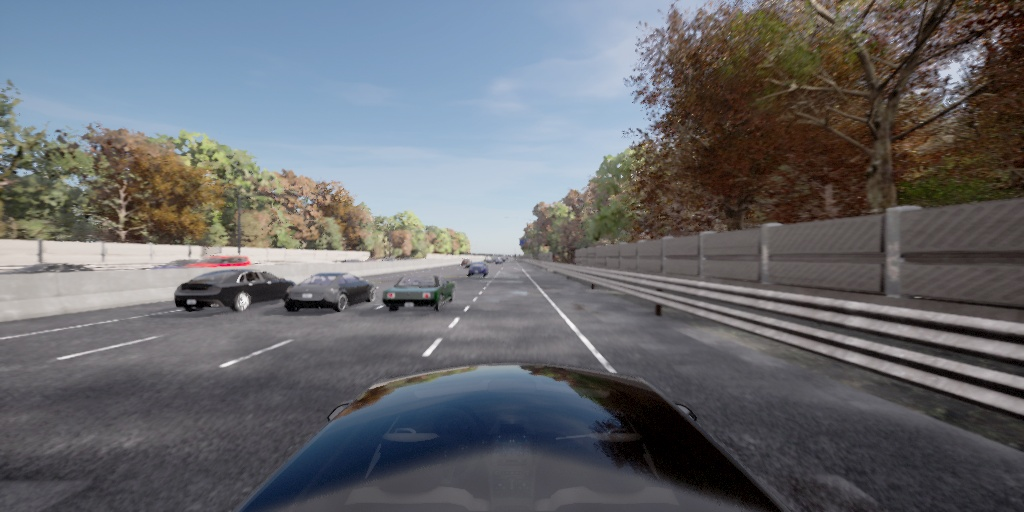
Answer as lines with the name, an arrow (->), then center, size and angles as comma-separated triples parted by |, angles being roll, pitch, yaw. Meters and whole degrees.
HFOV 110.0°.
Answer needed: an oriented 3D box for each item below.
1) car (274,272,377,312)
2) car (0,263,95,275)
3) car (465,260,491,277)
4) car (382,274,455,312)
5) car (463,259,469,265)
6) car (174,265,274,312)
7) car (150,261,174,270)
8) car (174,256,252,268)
car -> -7.000, 1.337, 14.267 | 1.994, 1.385, 4.181 | 0, 0, 0
car -> -31.562, 1.239, 24.325 | 1.837, 1.490, 4.892 | 0, -1, 0
car -> -3.500, 1.394, 37.631 | 1.812, 1.442, 4.674 | 0, 0, 0
car -> -3.498, 1.386, 14.442 | 1.895, 1.301, 4.718 | 0, 0, 0
car -> -7.003, 1.552, 63.497 | 1.895, 1.301, 4.718 | 0, 0, 0
car -> -10.500, 1.268, 14.167 | 1.837, 1.490, 4.892 | 0, 0, 0
car -> -28.022, 1.117, 30.407 | 2.097, 1.767, 4.553 | 0, 0, 0
car -> -24.533, 0.999, 30.159 | 2.150, 2.045, 5.566 | 0, 0, 1
